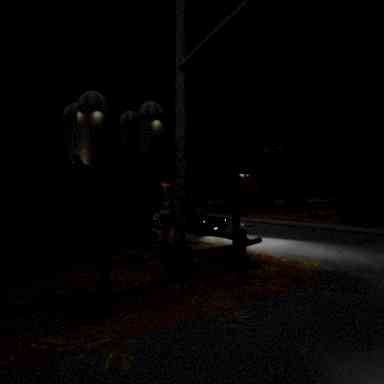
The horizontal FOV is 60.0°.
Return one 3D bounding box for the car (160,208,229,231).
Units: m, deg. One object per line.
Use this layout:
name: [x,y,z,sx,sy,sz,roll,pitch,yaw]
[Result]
car: [-0.008,1.610,19.355,1.895,1.301,4.718,0,0,-35]
